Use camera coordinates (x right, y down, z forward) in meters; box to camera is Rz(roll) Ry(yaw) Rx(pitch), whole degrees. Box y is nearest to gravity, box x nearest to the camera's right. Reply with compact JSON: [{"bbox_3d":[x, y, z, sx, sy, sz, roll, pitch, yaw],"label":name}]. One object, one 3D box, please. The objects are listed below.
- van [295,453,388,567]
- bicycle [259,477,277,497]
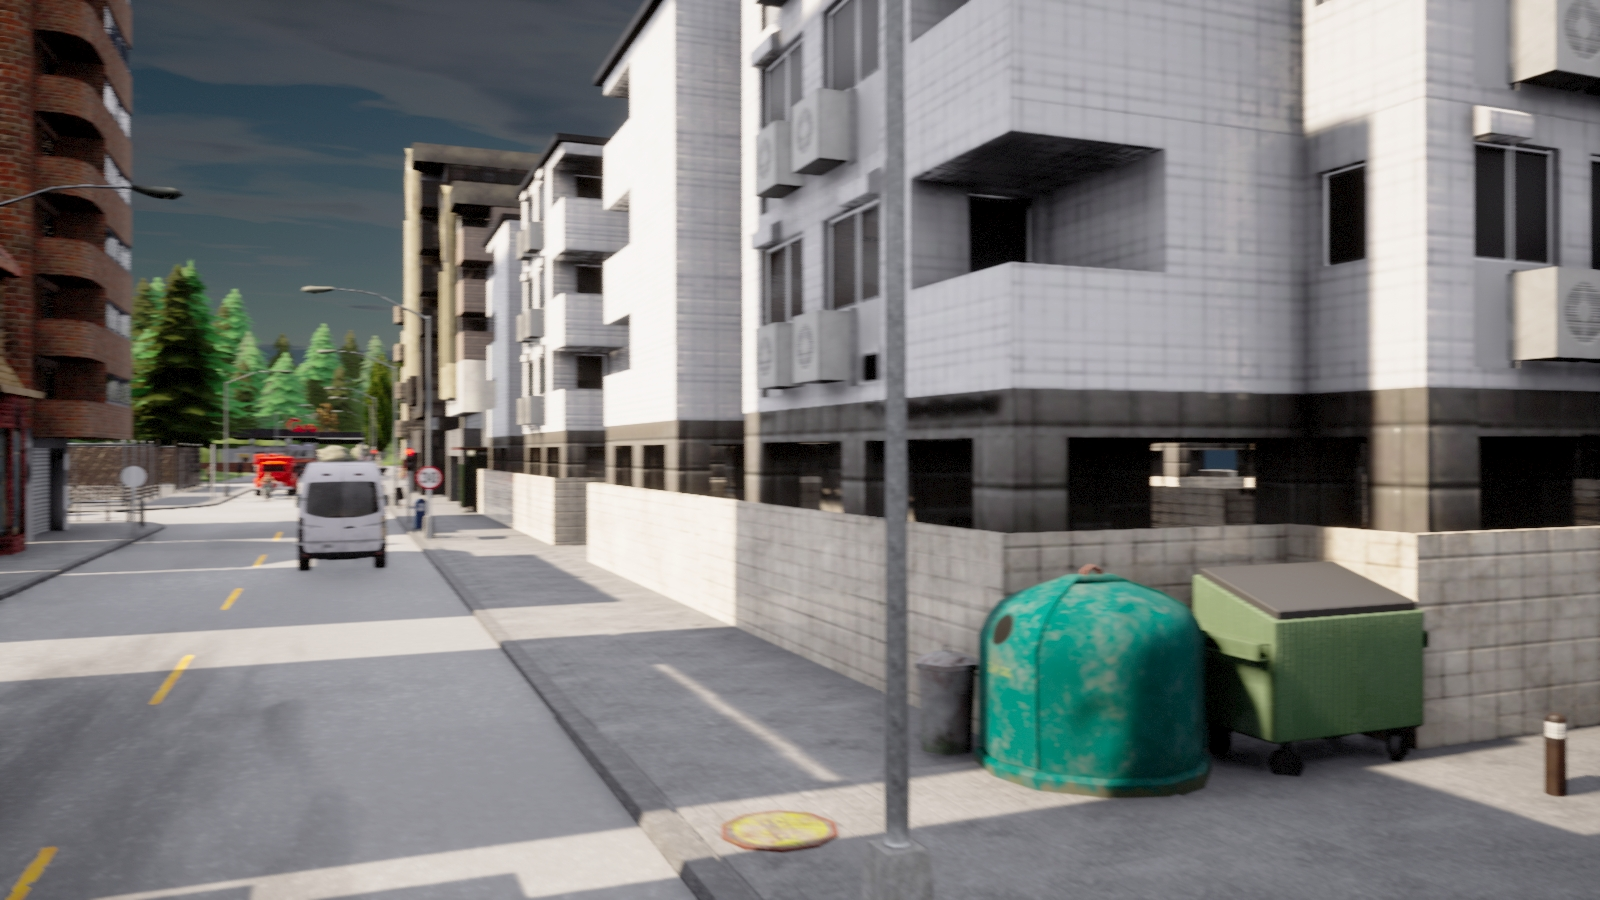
[{"bbox_3d":[-11.583,1.353,28.920,1.988,2.561,5.915,0,0,-22],"label":"van"},{"bbox_3d":[-30.855,2.134,66.240,0.859,1.080,1.487,0,0,-22],"label":"bicycle"}]
